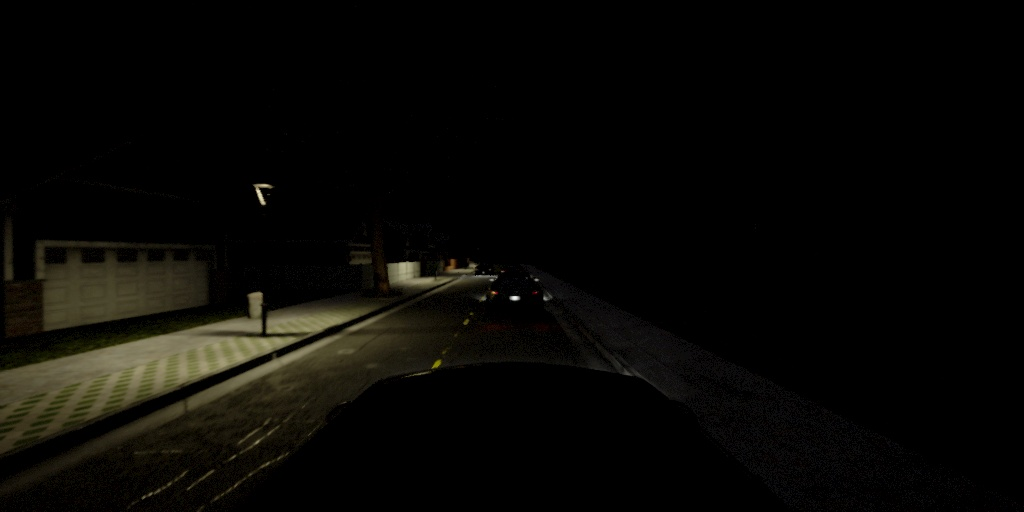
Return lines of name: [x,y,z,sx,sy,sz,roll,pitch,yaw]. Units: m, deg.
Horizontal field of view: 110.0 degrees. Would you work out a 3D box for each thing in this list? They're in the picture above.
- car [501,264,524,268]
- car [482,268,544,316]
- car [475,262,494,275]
car: [0.077,1.322,29.365,1.994,1.385,4.181,0,0,0]
car: [0.090,1.317,13.452,1.994,1.385,4.181,0,0,0]
car: [-2.878,1.309,38.805,2.033,1.411,5.357,0,0,0]
